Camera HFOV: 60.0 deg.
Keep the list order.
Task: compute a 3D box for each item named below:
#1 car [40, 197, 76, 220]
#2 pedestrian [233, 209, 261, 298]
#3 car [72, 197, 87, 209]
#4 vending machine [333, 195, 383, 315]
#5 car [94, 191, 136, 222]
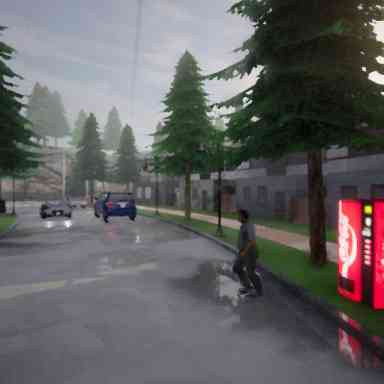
[{"bbox_3d":[-10.219,1.293,24.903,1.994,1.385,4.181,0,1,-27],"label":"car"},{"bbox_3d":[1.115,1.217,6.810,0.375,1.860,0.375,0,1,-7],"label":"pedestrian"},{"bbox_3d":[-13.281,1.202,36.675,1.895,1.301,4.718,0,1,-37],"label":"car"},{"bbox_3d":[3.461,1.123,6.366,1.100,2.100,0.880,0,1,-7],"label":"vending machine"},{"bbox_3d":[-5.628,0.962,23.966,2.150,2.045,5.566,0,1,-25],"label":"car"}]
